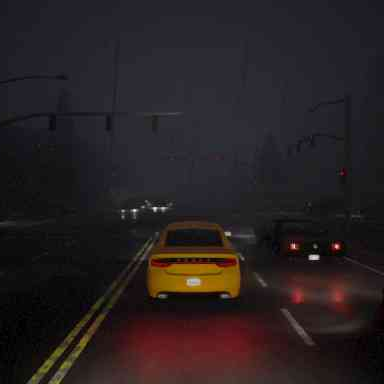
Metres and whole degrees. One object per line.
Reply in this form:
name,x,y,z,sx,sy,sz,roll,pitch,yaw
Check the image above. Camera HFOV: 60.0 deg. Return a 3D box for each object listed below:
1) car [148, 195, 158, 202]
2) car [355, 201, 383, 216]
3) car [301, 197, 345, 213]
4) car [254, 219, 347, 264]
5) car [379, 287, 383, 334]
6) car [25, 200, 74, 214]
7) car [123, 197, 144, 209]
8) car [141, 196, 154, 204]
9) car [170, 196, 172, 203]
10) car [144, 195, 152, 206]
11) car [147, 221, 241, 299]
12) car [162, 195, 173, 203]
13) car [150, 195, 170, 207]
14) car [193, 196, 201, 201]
car,-8.878,1.470,75.606,1.882,1.535,5.008,0,0,-1
car,18.770,1.547,32.211,5.357,1.411,2.033,0,0,-2
car,14.080,1.351,35.576,4.553,1.767,2.097,0,0,-2
car,3.501,1.601,11.811,1.895,1.301,4.718,0,0,-1
car,3.597,1.478,2.721,1.882,1.535,5.008,0,0,0
car,-14.611,1.525,34.084,4.674,1.442,1.812,0,0,-2
car,-8.215,1.504,45.501,1.837,1.490,4.892,0,0,0
car,-8.645,1.546,65.394,2.033,1.411,5.357,0,0,-1
car,-5.051,1.351,60.630,2.097,1.767,4.553,0,0,-1
car,-8.431,1.547,55.238,2.033,1.411,5.357,0,0,-1
car,0.033,1.478,8.487,1.882,1.535,5.008,0,0,0
car,-5.253,1.524,70.845,2.128,1.511,4.902,0,0,-1
car,-4.803,1.563,50.397,1.994,1.385,4.181,0,0,-1
car,1.298,1.594,88.224,1.895,1.301,4.718,0,0,-1
